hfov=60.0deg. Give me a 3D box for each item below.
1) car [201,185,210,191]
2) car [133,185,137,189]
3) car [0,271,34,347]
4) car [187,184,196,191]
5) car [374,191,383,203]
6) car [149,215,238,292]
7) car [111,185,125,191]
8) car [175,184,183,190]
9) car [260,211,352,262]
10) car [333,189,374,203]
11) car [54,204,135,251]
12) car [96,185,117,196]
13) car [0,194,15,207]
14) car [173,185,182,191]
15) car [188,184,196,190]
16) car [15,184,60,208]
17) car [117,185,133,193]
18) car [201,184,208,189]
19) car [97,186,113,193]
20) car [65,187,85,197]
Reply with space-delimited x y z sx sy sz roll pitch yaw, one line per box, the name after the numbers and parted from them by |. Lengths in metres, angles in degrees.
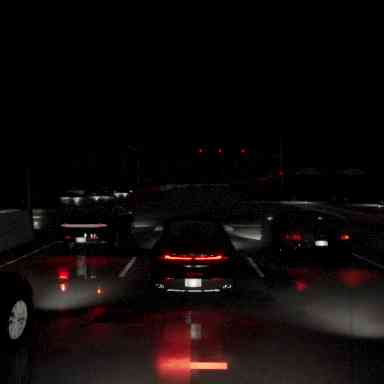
3.439 -1.092 81.069 1.882 1.535 5.008 0 2 0 | car
-14.062 -1.071 82.129 2.033 1.411 5.357 0 2 0 | car
-3.407 1.476 3.324 1.837 1.490 4.892 0 1 0 | car
-0.061 -1.076 81.705 1.837 1.490 4.892 0 2 0 | car
21.348 0.595 32.577 5.357 1.411 2.033 0 2 2 | car
0.051 1.338 8.512 1.837 1.490 4.892 0 2 1 | car
-17.559 -0.968 79.318 2.033 1.411 5.357 0 2 0 | car
-3.569 -1.359 91.477 2.033 1.411 5.357 0 2 0 | car
3.564 1.317 11.111 1.994 1.385 4.181 0 2 0 | car
17.945 0.419 36.207 4.902 1.511 2.128 0 2 2 | car
-3.427 1.190 12.711 2.128 1.511 4.902 0 2 0 | car
-14.128 -0.189 54.170 1.882 1.535 5.008 0 2 0 | car
-17.621 0.783 28.488 1.895 1.301 4.718 0 2 0 | car
-3.561 -0.969 81.355 1.895 1.301 4.718 0 2 0 | car
-0.069 -1.373 91.896 2.033 1.411 5.357 0 2 0 | car
-14.128 0.333 30.623 2.150 2.045 5.566 0 2 0 | car
-14.051 -0.524 68.011 1.895 1.301 4.718 0 2 0 | car
3.431 -1.416 91.514 1.895 1.301 4.718 0 2 0 | car
-17.551 -0.535 67.245 1.994 1.385 4.181 0 2 0 | car
-17.633 -0.018 50.458 1.812 1.442 4.674 0 2 0 | car
